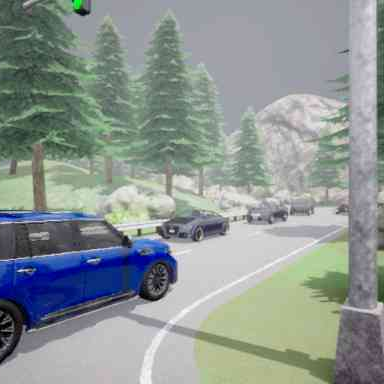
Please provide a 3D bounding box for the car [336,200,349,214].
[{"bbox_3d":[16.543,1.599,35.625,1.812,1.442,4.674,1,0,23],"label":"car"}]

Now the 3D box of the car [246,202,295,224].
[{"bbox_3d":[5.715,1.507,24.903,2.128,1.511,4.902,0,0,34],"label":"car"}]

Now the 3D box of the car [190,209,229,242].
[{"bbox_3d":[0.199,1.579,16.627,1.994,1.385,4.181,0,0,34],"label":"car"}]

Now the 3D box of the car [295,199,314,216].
[{"bbox_3d":[11.163,1.521,33.547,1.837,1.490,4.892,0,0,27],"label":"car"}]

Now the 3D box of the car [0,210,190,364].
[{"bbox_3d":[-2.550,1.343,6.008,2.150,2.045,5.566,0,-1,34],"label":"car"}]
